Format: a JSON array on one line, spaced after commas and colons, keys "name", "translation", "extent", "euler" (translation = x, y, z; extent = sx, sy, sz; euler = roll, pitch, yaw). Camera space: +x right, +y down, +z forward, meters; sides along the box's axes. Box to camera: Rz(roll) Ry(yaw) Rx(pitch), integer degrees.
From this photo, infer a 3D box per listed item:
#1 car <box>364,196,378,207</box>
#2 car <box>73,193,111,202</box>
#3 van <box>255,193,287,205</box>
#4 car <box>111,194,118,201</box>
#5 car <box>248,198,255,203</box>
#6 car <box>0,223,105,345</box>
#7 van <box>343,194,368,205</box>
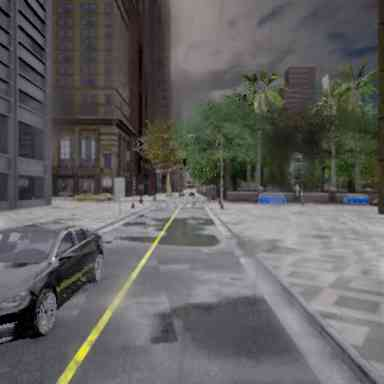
[{"name": "car", "translation": [28.440, 1.610, 49.222], "extent": [4.206, 1.307, 1.802], "euler": [1, -1, 0]}, {"name": "car", "translation": [-15.047, 0.833, 49.373], "extent": [4.829, 1.417, 1.752], "euler": [1, -1, 0]}, {"name": "van", "translation": [11.874, 1.095, 49.282], "extent": [3.998, 1.788, 1.690], "euler": [1, -1, 0]}, {"name": "car", "translation": [-15.366, 0.796, 57.899], "extent": [4.829, 1.417, 1.752], "euler": [1, -1, 0]}, {"name": "car", "translation": [11.889, 1.304, 57.804], "extent": [4.206, 1.307, 1.802], "euler": [1, -1, 0]}, {"name": "car", "translation": [-3.102, 1.424, 6.548], "extent": [2.128, 1.511, 4.902], "euler": [0, 1, 0]}, {"name": "van", "translation": [28.464, 1.338, 57.750], "extent": [3.998, 1.788, 1.690], "euler": [1, -1, 0]}]
